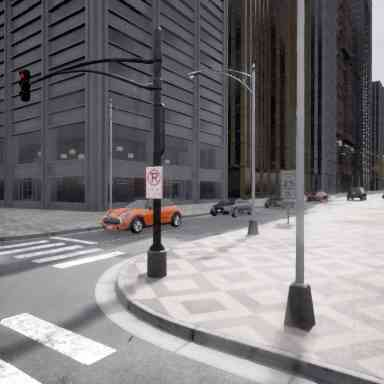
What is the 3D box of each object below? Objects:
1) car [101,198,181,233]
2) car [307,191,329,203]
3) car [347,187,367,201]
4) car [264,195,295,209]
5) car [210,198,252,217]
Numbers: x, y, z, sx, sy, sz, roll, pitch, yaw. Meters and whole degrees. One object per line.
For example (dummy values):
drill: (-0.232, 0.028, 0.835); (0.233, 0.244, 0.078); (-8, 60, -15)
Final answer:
car: (-2.617, 1.094, 17.880); (2.097, 1.767, 4.553); (0, 1, 37)
car: (17.080, 0.674, 45.121); (1.882, 1.535, 5.008); (0, 1, 36)
car: (25.564, 0.275, 51.582); (2.150, 2.045, 5.566); (0, 1, 35)
car: (8.948, 0.977, 33.928); (1.994, 1.385, 4.181); (0, 1, 35)
car: (3.148, 1.140, 25.845); (1.994, 1.385, 4.181); (0, 1, 36)
